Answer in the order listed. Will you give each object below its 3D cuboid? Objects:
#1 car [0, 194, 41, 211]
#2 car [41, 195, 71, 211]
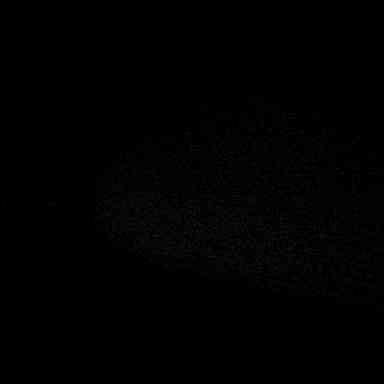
[{"bbox_3d":[-19.026,1.183,37.006,2.097,1.767,4.553,1,0,-4],"label":"car"},{"bbox_3d":[-15.697,1.416,38.715,2.033,1.411,5.357,1,0,-3],"label":"car"}]
